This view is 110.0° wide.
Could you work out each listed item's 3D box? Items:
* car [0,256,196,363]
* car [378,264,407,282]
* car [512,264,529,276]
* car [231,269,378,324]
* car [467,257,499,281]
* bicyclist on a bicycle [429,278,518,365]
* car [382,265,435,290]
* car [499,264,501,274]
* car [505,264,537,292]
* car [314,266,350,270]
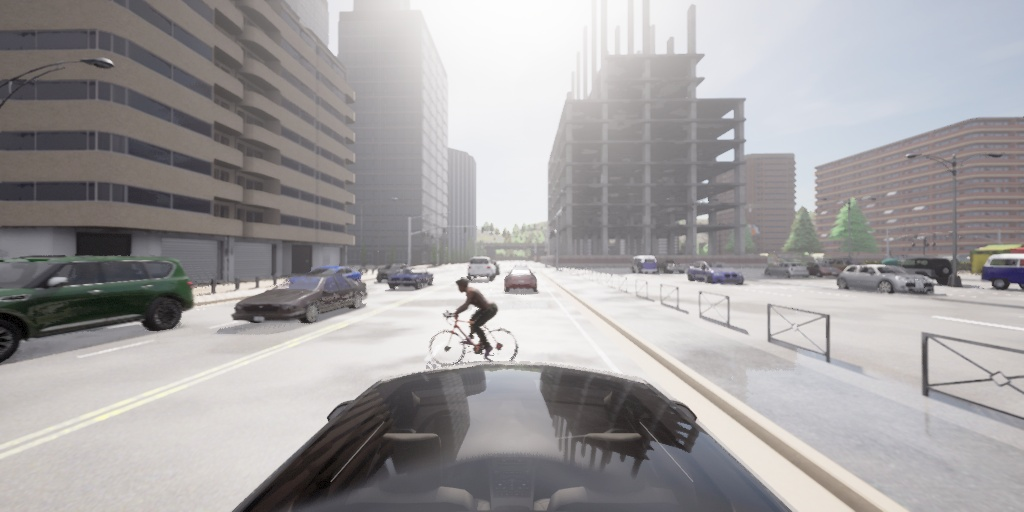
[{"bbox_3d":[-10.475,1.007,8.252,2.150,2.045,5.566,0,-1,1],"label":"car"},{"bbox_3d":[-9.893,1.411,30.564,1.837,1.490,4.892,0,0,2],"label":"car"},{"bbox_3d":[1.043,1.576,42.367,1.895,1.301,4.718,0,0,1],"label":"car"},{"bbox_3d":[-6.868,1.355,12.499,2.033,1.411,5.357,0,0,2],"label":"car"},{"bbox_3d":[-2.696,1.140,32.424,2.150,2.045,5.566,0,0,2],"label":"car"},{"bbox_3d":[-0.728,1.228,6.592,1.656,1.620,0.582,-2,0,1],"label":"bicyclist on a bicycle"},{"bbox_3d":[-6.588,1.470,23.733,1.895,1.301,4.718,0,0,2],"label":"car"},{"bbox_3d":[-2.465,1.324,42.003,2.097,1.767,4.553,0,0,1],"label":"car"},{"bbox_3d":[0.574,1.430,22.724,1.994,1.385,4.181,0,0,1],"label":"car"},{"bbox_3d":[-10.188,1.325,19.971,1.882,1.535,5.008,0,-1,2],"label":"car"}]
